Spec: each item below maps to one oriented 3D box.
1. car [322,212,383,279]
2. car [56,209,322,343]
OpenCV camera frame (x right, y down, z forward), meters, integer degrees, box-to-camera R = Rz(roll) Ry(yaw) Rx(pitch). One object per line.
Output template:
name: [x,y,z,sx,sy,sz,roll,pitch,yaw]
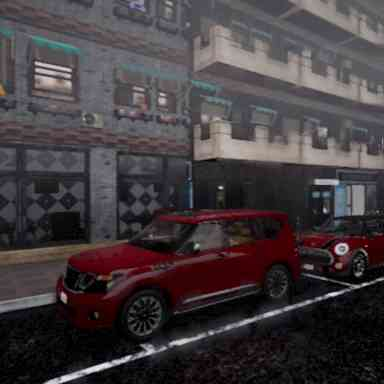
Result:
car: [4.708,1.442,9.917,4.097,1.590,1.967,0,0,-35]
car: [0.068,1.316,6.612,5.009,1.841,2.192,0,0,-35]
